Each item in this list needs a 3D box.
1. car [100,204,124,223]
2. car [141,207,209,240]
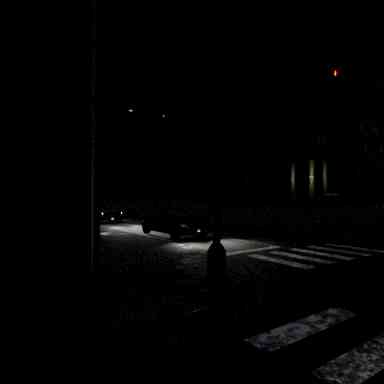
[{"bbox_3d":[-6.970,1.608,25.563,1.895,1.301,4.718,0,0,-36],"label":"car"},{"bbox_3d":[-1.044,1.530,17.353,1.812,1.442,4.674,0,0,-36],"label":"car"}]
